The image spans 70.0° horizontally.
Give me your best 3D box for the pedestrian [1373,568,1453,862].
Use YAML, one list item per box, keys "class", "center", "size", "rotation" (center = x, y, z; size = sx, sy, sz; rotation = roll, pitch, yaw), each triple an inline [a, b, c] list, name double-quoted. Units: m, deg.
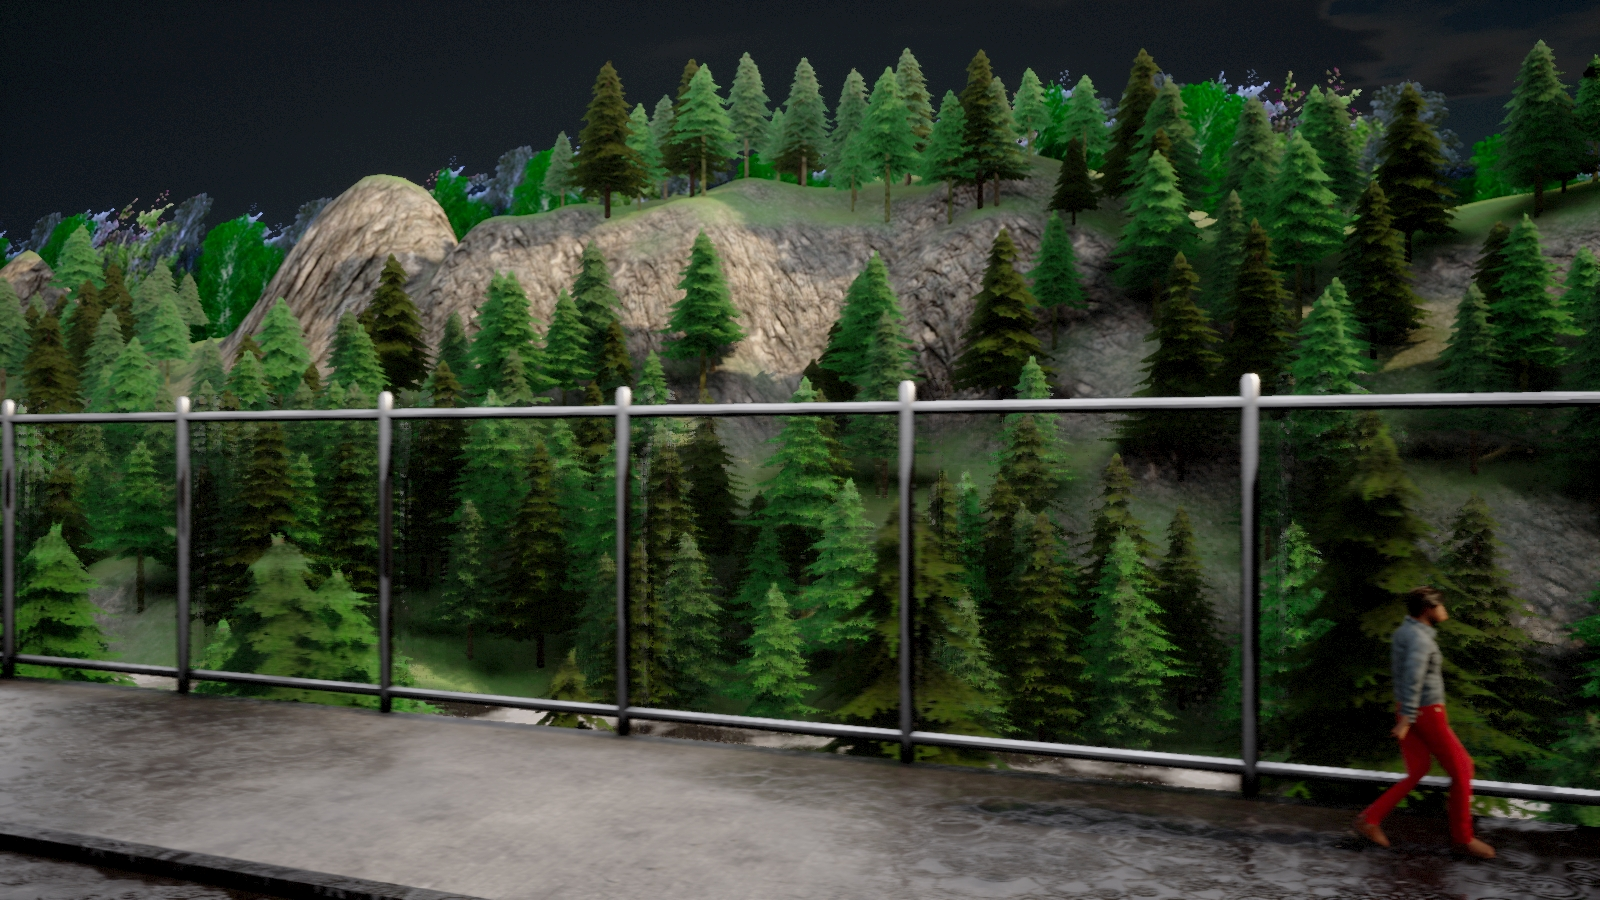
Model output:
- class: "pedestrian"
  center: [4.091, 1.745, 7.639]
  size: [0.375, 1.860, 0.375]
  rotation: [0, 0, 11]
